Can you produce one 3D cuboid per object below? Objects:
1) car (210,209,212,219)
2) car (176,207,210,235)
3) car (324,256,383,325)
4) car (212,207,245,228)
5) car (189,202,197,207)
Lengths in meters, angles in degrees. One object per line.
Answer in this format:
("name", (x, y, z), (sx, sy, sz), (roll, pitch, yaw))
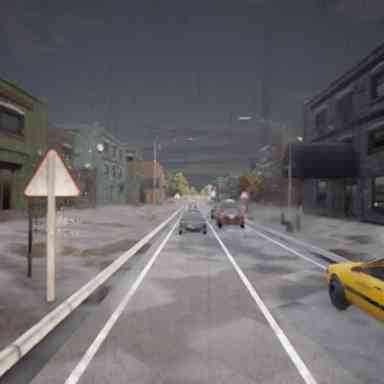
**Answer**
("car", (3.111, 2.421, 39.247), (2.033, 1.411, 5.357), (1, -1, 1))
("car", (0.055, 2.037, 22.895), (1.837, 1.490, 4.892), (1, -1, 0))
("car", (3.908, 1.651, 5.495), (1.801, 1.575, 5.366), (1, -1, 0))
("car", (3.124, 2.015, 28.099), (2.097, 1.767, 4.553), (0, -1, 1))
("car", (0.199, 2.931, 74.911), (2.128, 1.511, 4.902), (1, -1, 0))
